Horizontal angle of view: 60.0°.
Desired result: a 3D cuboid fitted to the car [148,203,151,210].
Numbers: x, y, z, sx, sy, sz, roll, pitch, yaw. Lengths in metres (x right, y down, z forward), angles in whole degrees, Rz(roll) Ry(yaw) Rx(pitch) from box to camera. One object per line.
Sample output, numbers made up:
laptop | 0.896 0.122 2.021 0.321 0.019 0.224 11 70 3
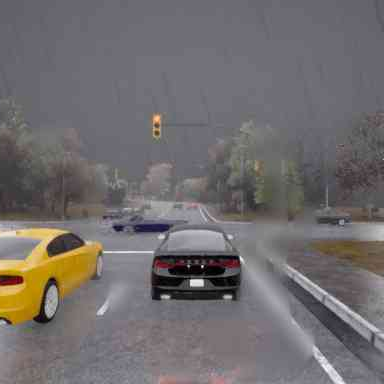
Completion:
car | -10.372 3.236 75.352 2.033 1.411 5.357 0 0 0

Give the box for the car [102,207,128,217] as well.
car | -10.535 3.005 44.796 2.033 1.411 5.357 0 -2 1

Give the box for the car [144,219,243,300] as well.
car | 0.098 1.566 8.579 1.882 1.535 5.008 0 -1 0

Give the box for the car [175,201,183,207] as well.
car | -3.471 3.173 86.790 1.994 1.385 4.181 0 0 -3

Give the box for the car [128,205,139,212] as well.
car | -10.491 3.215 54.667 1.812 1.442 4.674 0 -1 0

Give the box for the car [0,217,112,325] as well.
car | -3.408 1.543 7.336 1.882 1.535 5.008 0 -1 0

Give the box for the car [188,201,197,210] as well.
car | 0.131 3.047 76.210 2.097 1.767 4.553 0 0 0

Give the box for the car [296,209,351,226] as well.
car | 12.449 2.441 31.612 4.892 1.490 1.837 0 -2 0

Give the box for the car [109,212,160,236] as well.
car | -2.466 2.081 20.989 4.718 1.301 1.895 0 -2 3

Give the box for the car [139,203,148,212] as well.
car | -10.431 3.251 64.771 2.128 1.511 4.902 0 0 1

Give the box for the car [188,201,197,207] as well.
car | 0.045 3.168 86.367 2.033 1.411 5.357 0 0 -3

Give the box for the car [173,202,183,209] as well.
car | -3.370 3.189 76.721 1.837 1.490 4.892 0 0 0
